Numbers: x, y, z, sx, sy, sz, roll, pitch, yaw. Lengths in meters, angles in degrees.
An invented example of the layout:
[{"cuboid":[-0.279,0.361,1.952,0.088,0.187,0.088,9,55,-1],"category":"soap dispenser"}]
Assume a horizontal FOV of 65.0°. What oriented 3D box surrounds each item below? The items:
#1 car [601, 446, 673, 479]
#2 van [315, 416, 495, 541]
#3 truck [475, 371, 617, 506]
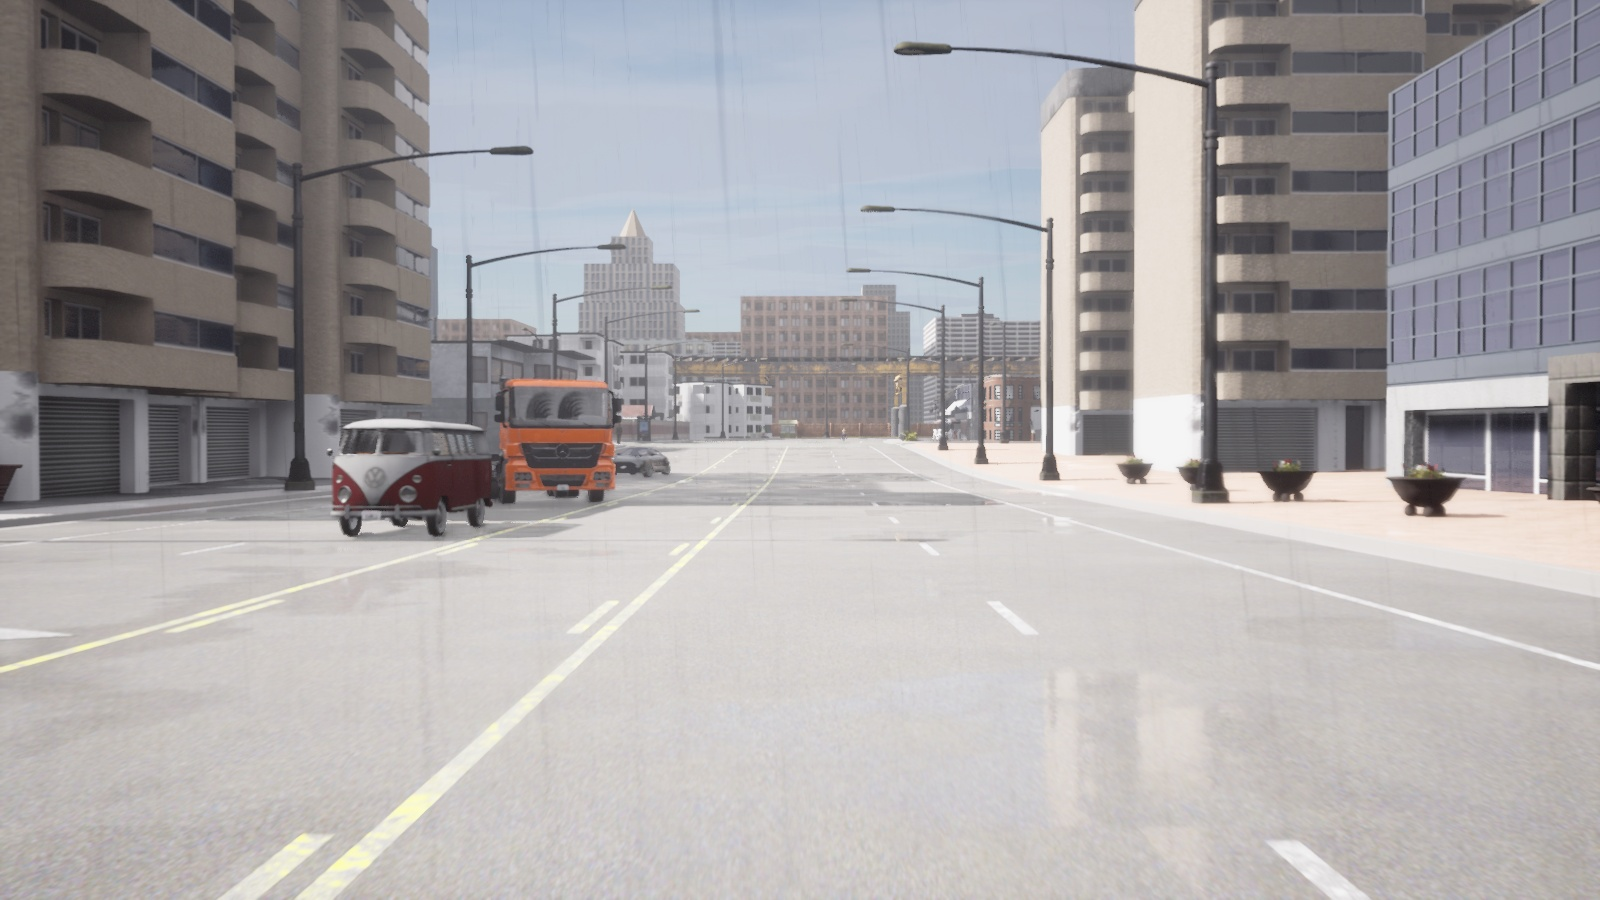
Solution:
[{"cuboid":[-7.686,0.561,59.585,1.994,1.385,4.181,0,1,14],"category":"car"},{"cuboid":[-6.859,0.454,22.289,1.775,1.987,4.442,0,0,0],"category":"van"},{"cuboid":[-7.538,-0.298,36.381,2.891,3.462,7.936,0,0,-20],"category":"truck"}]
